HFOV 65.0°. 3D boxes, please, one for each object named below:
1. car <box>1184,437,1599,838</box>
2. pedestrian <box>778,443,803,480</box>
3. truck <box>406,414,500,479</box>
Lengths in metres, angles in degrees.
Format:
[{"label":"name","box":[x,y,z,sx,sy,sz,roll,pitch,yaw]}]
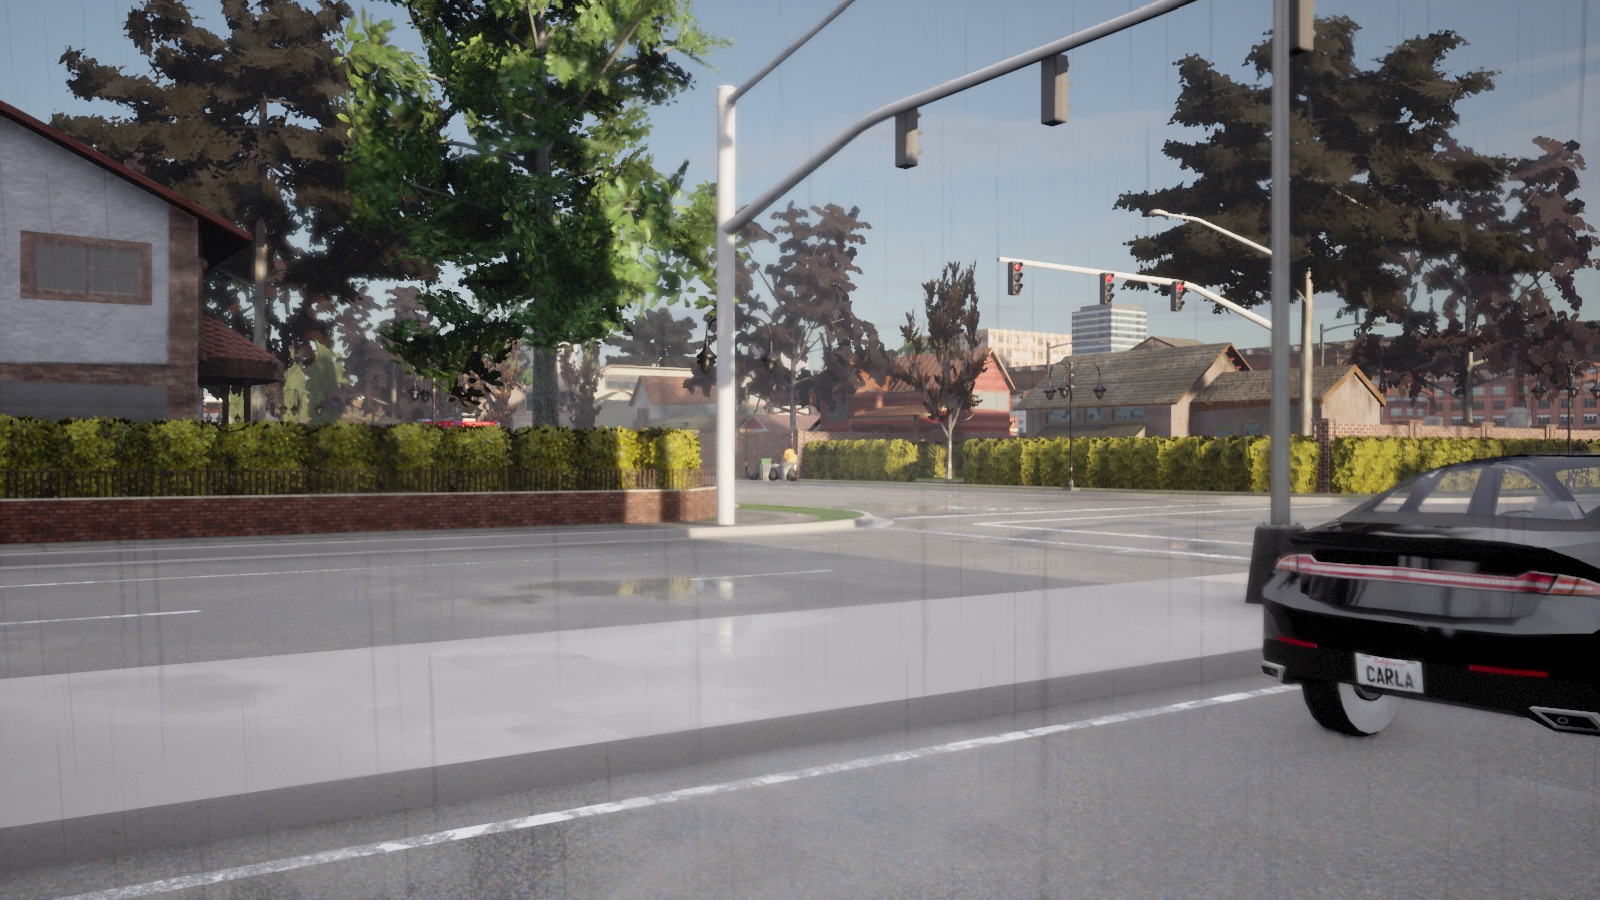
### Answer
[{"label":"car","box":[4.548,0.707,6.824,4.902,1.511,2.128,0,0,-35]},{"label":"pedestrian","box":[-0.470,0.560,62.715,0.874,1.855,0.900,0,0,-34]},{"label":"truck","box":[-21.674,-0.197,78.055,2.891,3.827,8.468,0,0,-35]}]
